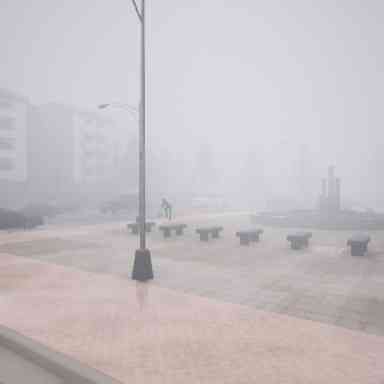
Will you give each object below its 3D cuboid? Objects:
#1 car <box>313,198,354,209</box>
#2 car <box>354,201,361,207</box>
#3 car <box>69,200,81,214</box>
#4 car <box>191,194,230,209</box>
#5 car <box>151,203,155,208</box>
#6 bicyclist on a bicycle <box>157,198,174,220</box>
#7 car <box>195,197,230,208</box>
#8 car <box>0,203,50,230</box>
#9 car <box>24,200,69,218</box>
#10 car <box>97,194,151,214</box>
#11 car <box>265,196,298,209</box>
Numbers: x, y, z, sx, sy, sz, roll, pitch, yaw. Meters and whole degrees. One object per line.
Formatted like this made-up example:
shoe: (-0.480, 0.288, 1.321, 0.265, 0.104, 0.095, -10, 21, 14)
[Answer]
car: (18.525, 1.505, 44.302, 4.892, 1.490, 1.837, 0, 0, -14)
car: (22.159, 1.601, 48.654, 4.718, 1.301, 1.895, 0, 0, -7)
car: (-13.568, 1.526, 33.952, 1.812, 1.442, 4.674, 0, 0, 36)
car: (2.553, 1.224, 45.126, 5.566, 2.045, 2.150, 0, 0, -32)
car: (-6.995, 1.601, 41.932, 4.718, 1.301, 1.895, 0, 0, -44)
bicyclist on a bicycle: (-2.003, 1.301, 24.805, 1.656, 1.620, 0.582, 0, 0, 33)
car: (3.069, 1.503, 49.537, 4.892, 1.490, 1.837, 0, 0, -29)
car: (-11.101, 1.547, 18.522, 2.033, 1.411, 5.357, 0, 0, 33)
car: (-13.523, 1.547, 27.988, 2.033, 1.411, 5.357, 0, 0, 33)
car: (-7.519, 1.221, 36.212, 2.150, 2.045, 5.566, 0, 0, 40)
car: (12.479, 1.352, 46.104, 4.553, 1.767, 2.097, 0, 0, -22)
